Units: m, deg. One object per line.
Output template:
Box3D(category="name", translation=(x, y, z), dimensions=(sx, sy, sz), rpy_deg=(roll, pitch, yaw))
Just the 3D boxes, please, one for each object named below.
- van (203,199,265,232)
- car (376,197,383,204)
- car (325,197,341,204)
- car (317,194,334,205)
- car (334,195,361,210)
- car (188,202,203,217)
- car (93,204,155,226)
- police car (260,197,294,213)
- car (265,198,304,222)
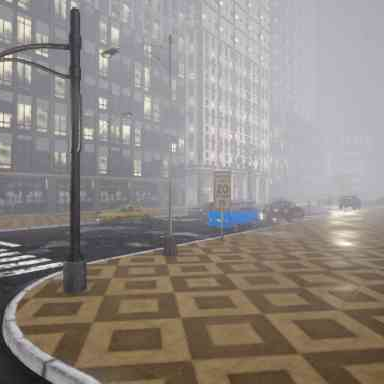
Box3D(category="van", translation=(2.638, 1.368, 20.230), dimensions=(1.690, 1.788, 3.998), rpy_deg=(0, 0, 38))
Box3D(category="car", translation=(38.092, 1.658, 66.577), dimensions=(1.947, 1.339, 4.313), rpy_deg=(0, 0, 38))
Box3D(category="car", translation=(28.455, 1.624, 66.966), dimensions=(2.008, 1.369, 4.403), rpy_deg=(0, 0, 38))
Box3D(category="car", translation=(25.066, 1.380, 62.554), dimensions=(2.192, 1.841, 5.009), rpy_deg=(0, 0, 38))
Box3D(category="car", translation=(21.149, 1.368, 44.515), dimensions=(2.192, 1.841, 5.009), rpy_deg=(0, 0, 38))
Box3D(category="car", translation=(1.344, 1.604, 31.665), dimensions=(1.802, 1.307, 4.206), rpy_deg=(0, 0, 38))
Box3D(category="car", translation=(-4.755, 1.540, 23.935), dimensions=(1.752, 1.417, 4.829), rpy_deg=(0, 0, 38))
Box3D(category="police car", translation=(9.953, 1.459, 38.662), dimensions=(1.930, 1.638, 5.238), rpy_deg=(0, 0, 38))
Box3D(category="car", translation=(7.594, 1.472, 26.864), dimensions=(1.967, 1.590, 4.097), rpy_deg=(0, 0, 38))
